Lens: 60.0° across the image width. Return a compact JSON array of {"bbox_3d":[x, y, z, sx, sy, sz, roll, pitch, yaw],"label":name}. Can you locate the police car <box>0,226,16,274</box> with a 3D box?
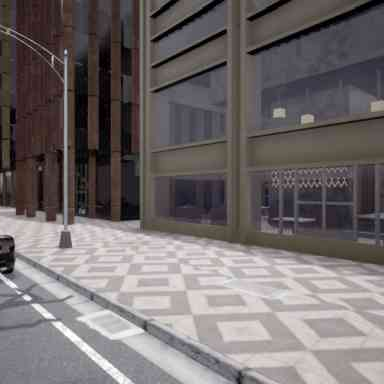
[{"bbox_3d":[-6.727,1.424,9.790,1.930,1.638,5.238,0,0,-41],"label":"police car"}]
